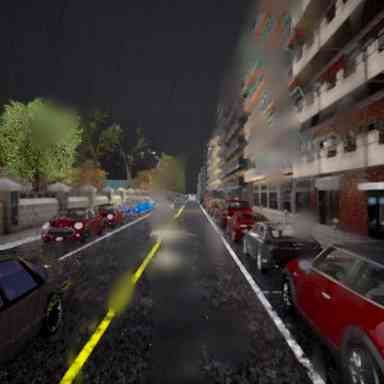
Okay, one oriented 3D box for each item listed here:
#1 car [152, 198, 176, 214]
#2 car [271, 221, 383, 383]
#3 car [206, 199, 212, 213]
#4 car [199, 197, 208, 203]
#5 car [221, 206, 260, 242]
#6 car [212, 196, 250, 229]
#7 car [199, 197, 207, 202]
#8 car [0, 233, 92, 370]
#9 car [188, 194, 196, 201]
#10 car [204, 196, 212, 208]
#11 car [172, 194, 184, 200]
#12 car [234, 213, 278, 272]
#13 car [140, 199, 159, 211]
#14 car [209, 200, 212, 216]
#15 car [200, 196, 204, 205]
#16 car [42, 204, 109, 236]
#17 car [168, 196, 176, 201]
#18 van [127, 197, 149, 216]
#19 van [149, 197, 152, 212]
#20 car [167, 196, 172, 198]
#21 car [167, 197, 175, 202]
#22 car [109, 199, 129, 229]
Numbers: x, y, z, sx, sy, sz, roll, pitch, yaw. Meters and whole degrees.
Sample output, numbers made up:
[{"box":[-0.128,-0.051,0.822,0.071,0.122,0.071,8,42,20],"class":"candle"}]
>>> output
[{"box":[-3.065,1.718,37.644,1.895,1.301,4.718,0,0,0],"class":"car"},{"box":[2.696,1.454,4.984,1.967,1.590,4.097,0,0,0],"class":"car"},{"box":[2.716,1.646,33.135,1.887,1.381,4.507,0,0,0],"class":"car"},{"box":[2.750,1.840,78.176,2.008,1.369,4.403,0,0,0],"class":"car"},{"box":[2.704,1.591,16.244,1.887,1.381,4.507,0,0,0],"class":"car"},{"box":[2.709,1.379,21.875,2.192,1.841,5.009,0,0,0],"class":"car"},{"box":[2.754,1.859,83.807,1.887,1.381,4.507,0,0,0],"class":"car"},{"box":[-3.086,1.559,3.975,2.033,1.411,5.357,0,0,0],"class":"car"},{"box":[0.065,1.659,85.105,1.812,1.442,4.674,0,0,0],"class":"car"},{"box":[2.721,1.561,38.764,1.967,1.590,4.097,0,0,0],"class":"car"},{"box":[-2.942,1.261,78.432,2.097,1.767,4.553,0,0,0],"class":"car"},{"box":[2.700,1.580,10.614,2.008,1.369,4.403,0,0,0],"class":"car"},{"box":[-5.655,1.694,44.400,2.008,1.369,4.403,0,0,0],"class":"car"},{"box":[2.712,1.632,27.505,2.008,1.369,4.403,0,0,0],"class":"car"},{"box":[2.729,1.481,50.025,2.192,1.841,5.009,0,0,0],"class":"car"},{"box":[-5.676,1.487,16.251,1.967,1.590,4.097,0,0,0],"class":"car"},{"box":[-5.618,1.911,95.072,1.887,1.381,4.507,0,0,0],"class":"car"},{"box":[-5.664,1.442,33.141,1.690,1.788,3.998,0,0,0],"class":"van"},{"box":[-5.659,1.463,38.771,1.690,1.788,3.998,0,0,0],"class":"van"},{"box":[-5.626,1.881,83.814,1.947,1.339,4.313,0,0,0],"class":"car"},{"box":[-5.622,1.921,89.444,1.802,1.307,4.206,0,0,0],"class":"car"},{"box":[-5.671,1.504,21.881,1.967,1.590,4.097,0,0,0],"class":"car"}]
